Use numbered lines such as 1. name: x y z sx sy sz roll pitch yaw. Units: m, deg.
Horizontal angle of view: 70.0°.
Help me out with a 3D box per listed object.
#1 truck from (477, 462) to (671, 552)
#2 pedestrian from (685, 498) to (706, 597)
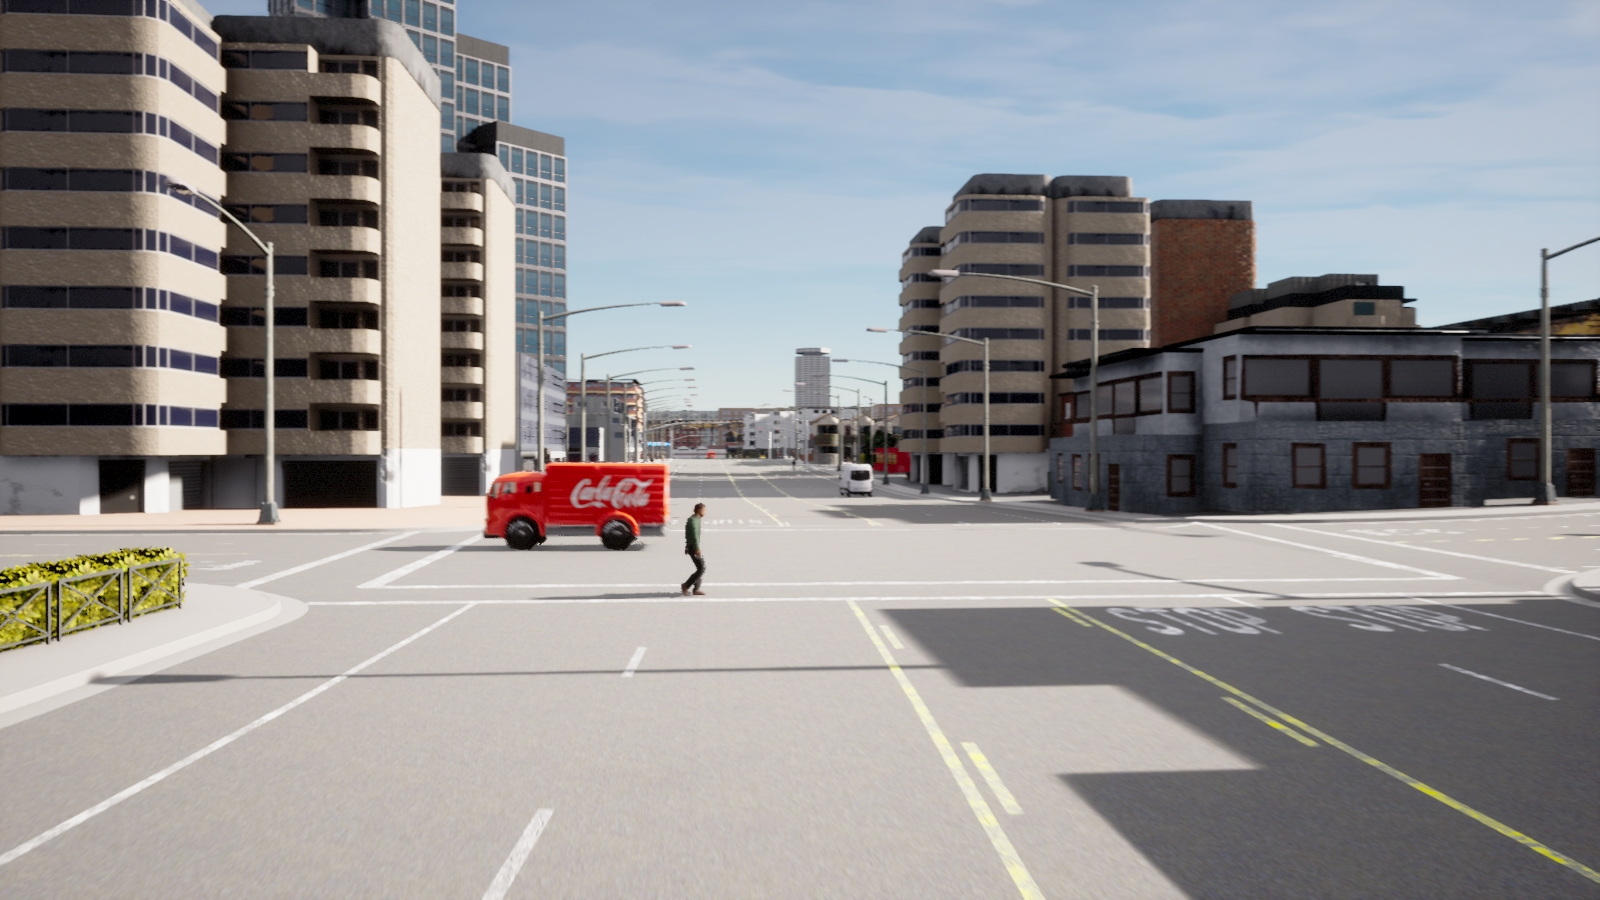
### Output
1. truck: -6.408 1.602 33.051 5.204 2.467 2.627 0 0 -3
2. pedestrian: -1.997 1.853 21.811 0.375 1.860 0.375 0 0 -3
